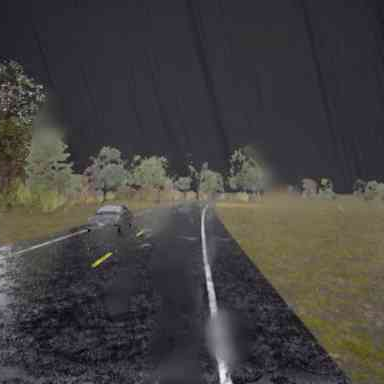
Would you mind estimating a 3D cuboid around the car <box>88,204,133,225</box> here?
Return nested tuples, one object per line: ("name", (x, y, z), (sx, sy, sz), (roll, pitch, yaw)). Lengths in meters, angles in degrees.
("car", (-4.619, 1.431, 19.417), (1.812, 1.442, 4.674), (0, 0, 1))
